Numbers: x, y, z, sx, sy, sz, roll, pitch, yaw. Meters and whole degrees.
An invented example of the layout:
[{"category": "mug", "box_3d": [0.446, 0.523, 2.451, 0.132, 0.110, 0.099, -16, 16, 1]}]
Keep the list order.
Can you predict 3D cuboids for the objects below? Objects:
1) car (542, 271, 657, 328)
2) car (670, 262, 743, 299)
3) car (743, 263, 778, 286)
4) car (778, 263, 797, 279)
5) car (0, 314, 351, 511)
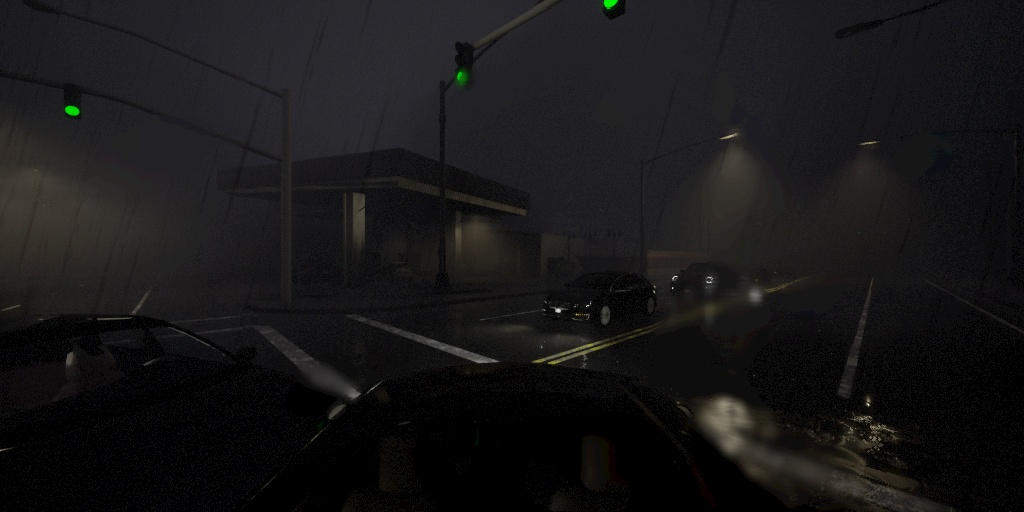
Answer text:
[{"category": "car", "box_3d": [2.993, 1.255, 11.579, 4.892, 1.490, 1.837, 0, 0, -45]}, {"category": "car", "box_3d": [9.897, 1.102, 18.358, 4.553, 1.767, 2.097, 0, 0, -44]}, {"category": "car", "box_3d": [16.890, 1.314, 25.201, 1.994, 1.385, 4.181, 0, 0, 45]}, {"category": "car", "box_3d": [24.092, 1.314, 32.185, 4.181, 1.385, 1.994, 0, 0, -44]}, {"category": "car", "box_3d": [-3.396, 1.242, 2.622, 4.902, 1.511, 2.128, 0, 0, 15]}]
